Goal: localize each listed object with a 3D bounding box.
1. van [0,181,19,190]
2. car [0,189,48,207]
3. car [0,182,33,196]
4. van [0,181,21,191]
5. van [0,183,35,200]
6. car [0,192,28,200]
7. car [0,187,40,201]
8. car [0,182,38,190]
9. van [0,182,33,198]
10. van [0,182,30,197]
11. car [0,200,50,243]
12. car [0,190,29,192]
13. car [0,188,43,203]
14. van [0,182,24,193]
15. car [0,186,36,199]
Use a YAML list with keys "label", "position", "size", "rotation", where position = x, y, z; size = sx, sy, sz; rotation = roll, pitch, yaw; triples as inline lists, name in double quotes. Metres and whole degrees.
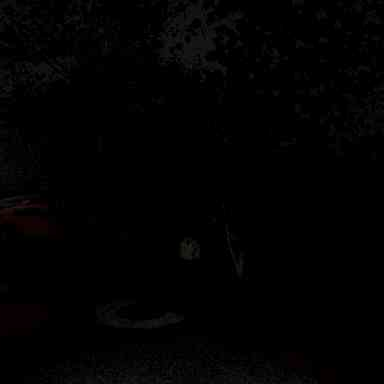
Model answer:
- label: "van"
  position: [-42.939, -1.436, 77.473]
  size: [4.442, 1.987, 1.878]
  rotation: [1, 1, -30]
- label: "car"
  position: [-16.500, 0.569, 31.861]
  size: [4.792, 1.488, 2.163]
  rotation: [1, 2, -30]
- label: "car"
  position: [-27.563, -0.481, 51.027]
  size: [5.566, 2.045, 2.435]
  rotation: [1, 1, -30]
- label: "van"
  position: [-39.964, -1.255, 72.788]
  size: [4.442, 1.987, 1.878]
  rotation: [1, 1, -30]
- label: "van"
  position: [-22.086, -0.099, 41.384]
  size: [4.442, 1.987, 1.878]
  rotation: [1, 1, -30]
- label: "car"
  position: [-8.202, 1.086, 17.614]
  size: [4.553, 1.767, 2.185]
  rotation: [1, 2, -30]
- label: "car"
  position: [-20.600, 0.252, 39.076]
  size: [4.792, 1.488, 2.163]
  rotation: [1, 1, -30]
- label: "car"
  position: [-15.057, 0.402, 29.486]
  size: [5.566, 2.045, 2.435]
  rotation: [1, 2, -30]
- label: "van"
  position: [-24.669, -0.276, 46.305]
  size: [4.442, 1.987, 1.878]
  rotation: [1, 1, -30]
- label: "van"
  position: [-26.256, -0.369, 48.586]
  size: [4.442, 1.987, 1.878]
  rotation: [1, 1, -30]
- label: "car"
  position: [-6.853, 1.323, 15.201]
  size: [5.008, 1.535, 2.097]
  rotation: [1, 2, -30]
- label: "car"
  position: [-12.484, 0.872, 24.592]
  size: [5.366, 1.575, 1.946]
  rotation: [1, 2, -30]
- label: "car"
  position: [-19.281, 0.348, 36.792]
  size: [4.792, 1.488, 2.163]
  rotation: [1, 2, -30]
- label: "van"
  position: [-34.425, -0.900, 63.197]
  size: [4.442, 1.987, 1.878]
  rotation: [1, 1, -30]
- label: "car"
  position: [-23.387, 0.036, 43.856]
  size: [5.008, 1.535, 2.097]
  rotation: [1, 1, -30]
